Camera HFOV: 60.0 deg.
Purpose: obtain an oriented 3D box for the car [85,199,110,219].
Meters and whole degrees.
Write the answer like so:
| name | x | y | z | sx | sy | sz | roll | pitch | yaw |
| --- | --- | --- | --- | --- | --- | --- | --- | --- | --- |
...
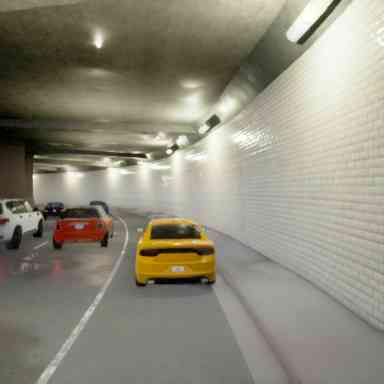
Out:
| name | x | y | z | sx | sy | sz | roll | pitch | yaw |
| --- | --- | --- | --- | --- | --- | --- | --- | --- | --- |
| car | -8.737 | 1.485 | 30.495 | 1.882 | 1.535 | 5.008 | 0 | 0 | -20 |

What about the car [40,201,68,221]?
| name | x | y | z | sx | sy | sz | roll | pitch | yaw |
| --- | --- | --- | --- | --- | --- | --- | --- | --- | --- |
| car | -12.017 | 1.563 | 29.275 | 2.033 | 1.411 | 5.357 | 0 | 0 | -20 |

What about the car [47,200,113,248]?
| name | x | y | z | sx | sy | sz | roll | pitch | yaw |
| --- | --- | --- | --- | --- | --- | --- | --- | --- | --- |
| car | -4.732 | 1.366 | 15.009 | 2.097 | 1.767 | 4.553 | 0 | 0 | -10 |

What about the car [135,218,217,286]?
| name | x | y | z | sx | sy | sz | roll | pitch | yaw |
| --- | --- | --- | --- | --- | --- | --- | --- | --- | --- |
| car | -0.553 | 1.477 | 9.496 | 1.882 | 1.535 | 5.008 | 0 | 0 | -6 |

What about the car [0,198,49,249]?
| name | x | y | z | sx | sy | sz | roll | pitch | yaw |
| --- | --- | --- | --- | --- | --- | --- | --- | --- | --- |
| car | -8.192 | 1.258 | 14.482 | 2.150 | 2.045 | 5.566 | 0 | 0 | -10 |
